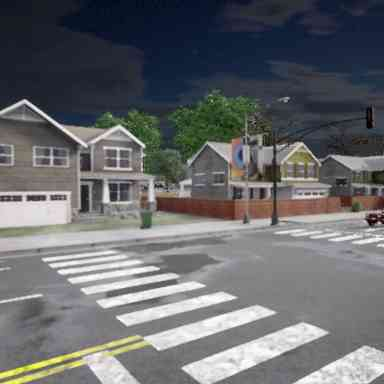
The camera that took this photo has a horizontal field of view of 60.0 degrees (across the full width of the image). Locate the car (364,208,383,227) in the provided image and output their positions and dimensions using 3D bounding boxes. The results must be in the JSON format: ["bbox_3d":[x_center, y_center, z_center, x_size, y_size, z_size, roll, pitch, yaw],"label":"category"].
[{"bbox_3d":[12.938,1.493,20.902,4.718,1.301,1.895,0,0,-33],"label":"car"}]
